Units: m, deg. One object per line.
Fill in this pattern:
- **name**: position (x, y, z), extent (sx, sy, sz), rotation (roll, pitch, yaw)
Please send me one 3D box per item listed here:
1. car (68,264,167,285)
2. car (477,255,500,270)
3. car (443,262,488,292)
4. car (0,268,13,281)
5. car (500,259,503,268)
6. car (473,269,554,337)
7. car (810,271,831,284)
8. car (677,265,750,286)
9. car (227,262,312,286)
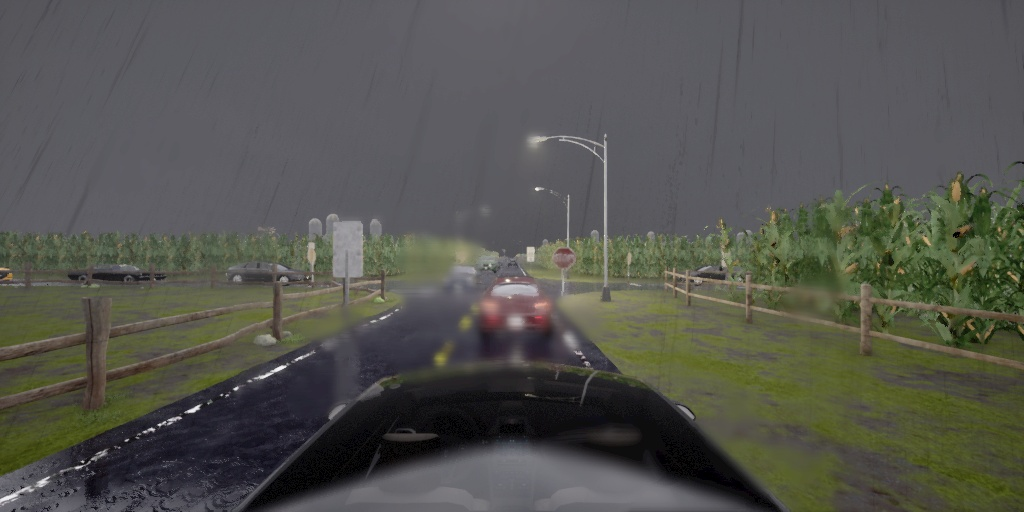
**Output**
- **car**: position (-25.533, 1.197, 23.353), extent (4.718, 1.301, 1.895), rotation (0, -1, 0)
- **car**: position (-2.828, 0.959, 41.634), extent (2.150, 2.045, 5.566), rotation (0, 0, 0)
- **car**: position (-2.844, 1.295, 21.804), extent (2.033, 1.411, 5.357), rotation (0, 0, 0)
- **car**: position (-35.990, 1.021, 23.473), extent (5.008, 1.535, 1.882), rotation (0, -1, 1)
- **car**: position (-2.799, 1.275, 57.880), extent (2.033, 1.411, 5.357), rotation (0, 0, 0)
- **car**: position (0.101, 1.276, 10.154), extent (1.812, 1.442, 4.674), rotation (0, 0, 0)
- **car**: position (24.482, 1.157, 25.791), extent (5.566, 2.045, 2.150), rotation (0, -1, 1)
- **car**: position (14.462, 1.371, 25.892), extent (4.892, 1.490, 1.837), rotation (0, -1, 1)
- **car**: position (-15.656, 1.155, 23.252), extent (4.892, 1.490, 1.837), rotation (0, -1, 1)
